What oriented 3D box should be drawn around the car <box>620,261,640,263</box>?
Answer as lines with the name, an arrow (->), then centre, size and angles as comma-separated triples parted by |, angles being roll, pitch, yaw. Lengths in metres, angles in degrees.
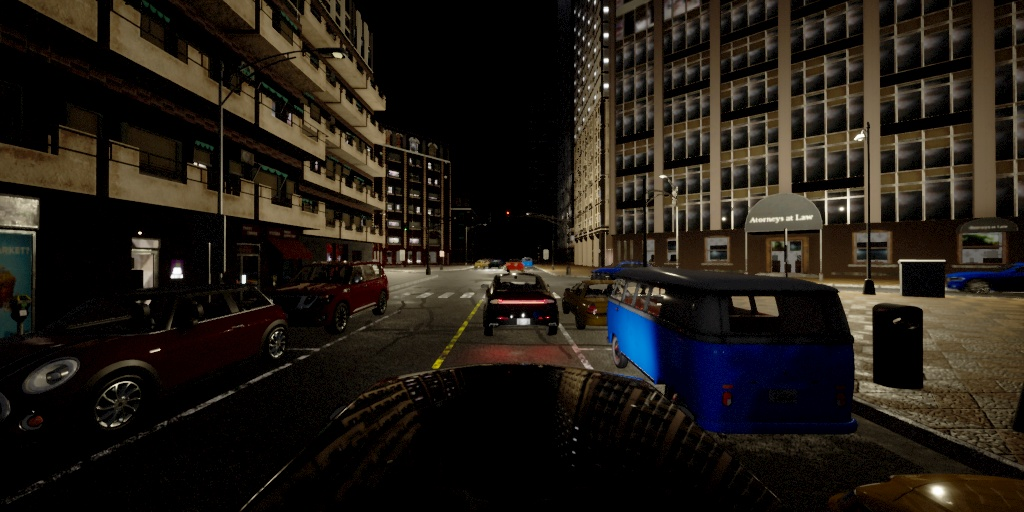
car -> 8.080, 1.144, 25.553 | 5.008, 1.535, 1.882 | 0, -1, 4

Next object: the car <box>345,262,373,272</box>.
car -> -21.764, 1.536, 51.033 | 4.181, 1.385, 1.994 | -1, -1, 41

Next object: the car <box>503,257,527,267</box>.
car -> 0.341, 1.149, 46.150 | 2.097, 1.767, 4.553 | 0, 0, -3

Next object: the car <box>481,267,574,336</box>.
car -> 0.135, 1.245, 10.388 | 2.128, 1.511, 4.902 | 0, 0, -3

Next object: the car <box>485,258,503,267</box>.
car -> -2.804, 1.426, 58.866 | 1.895, 1.301, 4.718 | 0, 0, 2

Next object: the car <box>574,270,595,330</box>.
car -> 2.568, 1.279, 10.952 | 1.751, 1.417, 4.829 | 0, 0, 0

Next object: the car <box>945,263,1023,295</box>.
car -> 23.345, 1.021, 16.179 | 5.008, 1.535, 1.882 | -1, -1, 41

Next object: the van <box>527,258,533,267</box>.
van -> 2.579, 1.168, 59.775 | 1.690, 1.789, 3.998 | 0, 0, 0

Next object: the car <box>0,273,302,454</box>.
car -> -5.314, 1.191, 5.242 | 1.967, 1.591, 4.097 | 0, 0, 0

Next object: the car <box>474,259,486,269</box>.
car -> -5.301, 1.352, 59.607 | 1.751, 1.417, 4.829 | 0, 0, 0

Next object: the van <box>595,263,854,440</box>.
van -> 2.567, 1.092, 5.246 | 1.690, 1.789, 3.998 | 0, 0, 0

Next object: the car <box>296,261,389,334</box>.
car -> -5.313, 1.068, 10.778 | 2.192, 1.841, 5.009 | 0, 0, 0
